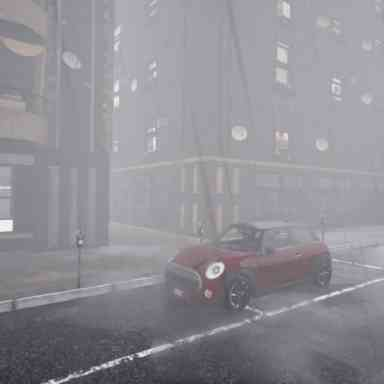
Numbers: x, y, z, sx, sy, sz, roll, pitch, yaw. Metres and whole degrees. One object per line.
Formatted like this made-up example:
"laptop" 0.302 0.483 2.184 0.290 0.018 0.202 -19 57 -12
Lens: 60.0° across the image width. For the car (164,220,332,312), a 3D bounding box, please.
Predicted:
"car" 1.360 1.441 7.670 4.097 1.590 1.967 0 1 -35
